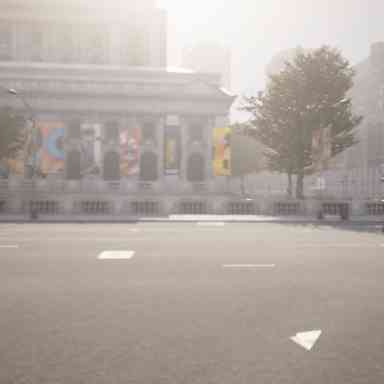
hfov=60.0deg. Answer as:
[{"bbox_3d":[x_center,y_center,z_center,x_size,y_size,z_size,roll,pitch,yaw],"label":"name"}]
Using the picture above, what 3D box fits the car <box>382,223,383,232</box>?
[{"bbox_3d":[11.616,1.507,15.886,4.674,1.442,1.812,1,0,-3],"label":"car"}]
